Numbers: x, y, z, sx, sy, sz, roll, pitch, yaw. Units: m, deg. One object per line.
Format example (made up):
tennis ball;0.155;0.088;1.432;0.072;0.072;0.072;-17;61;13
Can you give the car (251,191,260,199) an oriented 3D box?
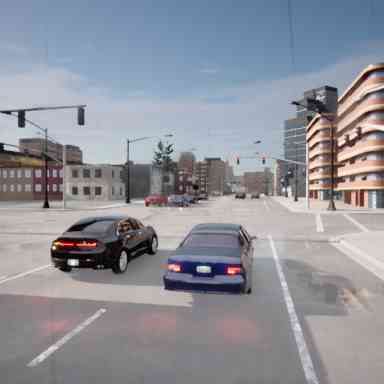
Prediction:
car;14.341;0.878;75.403;2.128;1.511;4.902;0;1;11

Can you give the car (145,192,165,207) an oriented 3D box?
car;-5.155;1.078;49.324;2.150;2.045;5.566;0;1;11

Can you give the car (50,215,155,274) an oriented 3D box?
car;-2.510;1.504;10.664;1.837;1.490;4.892;0;0;11

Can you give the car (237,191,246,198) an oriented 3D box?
car;12.988;0.549;86.681;2.097;1.767;4.553;0;1;11

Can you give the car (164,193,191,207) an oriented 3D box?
car;-1.947;1.221;47.448;2.097;1.767;4.553;0;1;11

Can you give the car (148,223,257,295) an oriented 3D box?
car;0.708;1.547;8.920;2.033;1.411;5.357;0;0;11

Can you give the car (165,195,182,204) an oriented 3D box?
car;-3.253;1.236;58.881;1.812;1.442;4.674;0;1;12

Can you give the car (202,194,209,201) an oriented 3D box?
car;2.261;1.073;68.425;2.033;1.411;5.357;0;1;11

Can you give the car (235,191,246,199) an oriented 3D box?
car;11.094;0.899;77.029;1.994;1.385;4.181;0;1;11

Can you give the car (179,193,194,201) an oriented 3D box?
car;-1.133;1.070;69.256;2.033;1.411;5.357;0;1;11

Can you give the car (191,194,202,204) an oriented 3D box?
car;-0.188;1.233;56.359;2.128;1.511;4.902;0;1;11

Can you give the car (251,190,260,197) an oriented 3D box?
car;16.344;0.461;85.607;2.097;1.767;4.553;0;1;11
